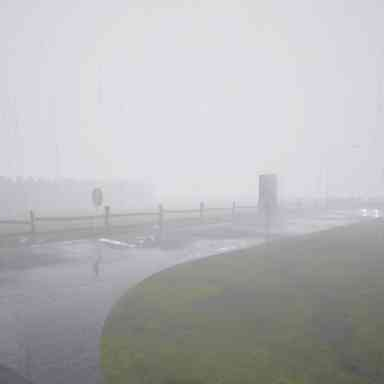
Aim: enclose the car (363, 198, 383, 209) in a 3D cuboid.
[{"bbox_3d":[24.216,1.465,43.838,1.895,1.301,4.718,1,1,44],"label":"car"}]
